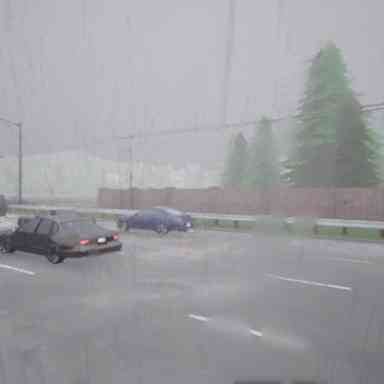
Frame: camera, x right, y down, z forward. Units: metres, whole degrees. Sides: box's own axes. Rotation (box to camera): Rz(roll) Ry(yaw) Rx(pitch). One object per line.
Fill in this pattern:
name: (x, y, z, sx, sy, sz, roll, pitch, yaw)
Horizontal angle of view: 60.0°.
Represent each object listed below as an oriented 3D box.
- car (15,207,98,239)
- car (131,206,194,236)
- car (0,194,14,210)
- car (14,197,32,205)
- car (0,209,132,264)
car: (-7.371, 1.581, 17.844, 4.718, 1.301, 1.895, 0, 0, 35)
car: (-2.052, 1.511, 18.332, 4.674, 1.442, 1.812, 0, 0, 35)
car: (-19.002, 1.182, 30.437, 5.566, 2.045, 2.150, 0, 0, 35)
car: (-26.982, 1.464, 50.690, 4.674, 1.442, 1.812, 0, 0, -17)
car: (-4.840, 1.535, 11.741, 5.357, 1.411, 2.033, 0, 0, 35)
